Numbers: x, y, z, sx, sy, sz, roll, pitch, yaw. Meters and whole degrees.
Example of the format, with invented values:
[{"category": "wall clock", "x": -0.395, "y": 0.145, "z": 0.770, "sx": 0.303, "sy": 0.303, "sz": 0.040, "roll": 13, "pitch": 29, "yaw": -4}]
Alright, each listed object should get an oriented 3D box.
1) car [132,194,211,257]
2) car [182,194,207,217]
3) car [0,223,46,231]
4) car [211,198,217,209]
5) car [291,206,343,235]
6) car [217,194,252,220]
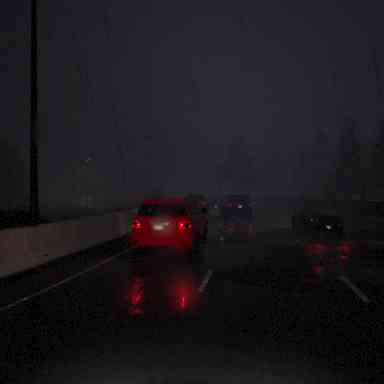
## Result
[{"category": "car", "x": -0.678, "y": 1.221, "z": 13.185, "sx": 2.150, "sy": 2.045, "sz": 5.566, "roll": 0, "pitch": 0, "yaw": 8}, {"category": "car", "x": 0.159, "y": 1.216, "z": 32.305, "sx": 2.150, "sy": 2.045, "sz": 5.566, "roll": 0, "pitch": -1, "yaw": -3}, {"category": "car", "x": -7.853, "y": 1.504, "z": 13.817, "sx": 1.837, "sy": 1.490, "sz": 4.892, "roll": 1, "pitch": 0, "yaw": 8}, {"category": "car", "x": 2.546, "y": 1.505, "z": 42.873, "sx": 1.837, "sy": 1.490, "sz": 4.892, "roll": 0, "pitch": 0, "yaw": -8}, {"category": "car", "x": 6.879, "y": 1.525, "z": 18.571, "sx": 1.812, "sy": 1.442, "sz": 4.674, "roll": 0, "pitch": 0, "yaw": 5}, {"category": "car", "x": 3.735, "y": 1.223, "z": 28.709, "sx": 2.150, "sy": 2.045, "sz": 5.566, "roll": 0, "pitch": 0, "yaw": -1}]
